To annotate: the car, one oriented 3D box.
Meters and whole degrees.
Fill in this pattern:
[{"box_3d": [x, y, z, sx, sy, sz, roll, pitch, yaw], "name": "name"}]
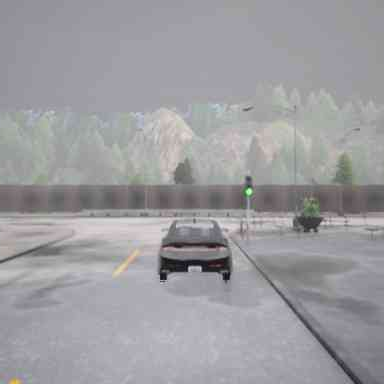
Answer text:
[{"box_3d": [0.079, 1.536, 9.908, 2.128, 1.511, 4.902, 0, 0, 0], "name": "car"}]
